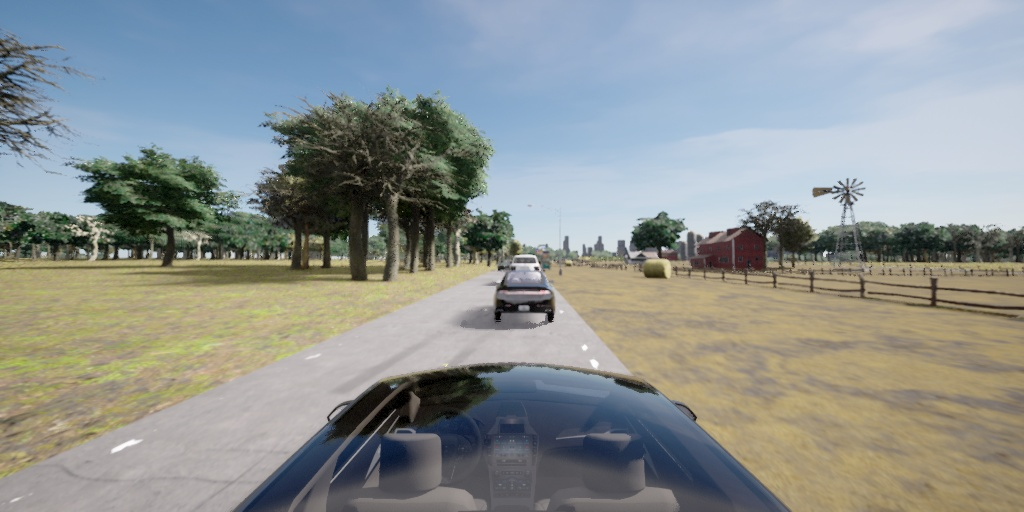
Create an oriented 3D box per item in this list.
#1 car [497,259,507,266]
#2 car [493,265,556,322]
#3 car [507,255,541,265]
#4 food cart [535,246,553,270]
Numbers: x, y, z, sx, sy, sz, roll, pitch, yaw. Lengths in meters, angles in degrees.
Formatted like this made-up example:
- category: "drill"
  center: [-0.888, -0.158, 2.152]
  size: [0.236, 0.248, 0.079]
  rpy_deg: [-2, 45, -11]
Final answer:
- category: "car"
  center: [-0.938, 1.277, 51.165]
  size: [2.097, 1.767, 4.553]
  rpy_deg: [0, -1, 2]
- category: "car"
  center: [0.437, 1.228, 12.264]
  size: [2.128, 1.511, 4.902]
  rpy_deg: [0, 0, 3]
- category: "car"
  center: [1.013, 0.970, 27.086]
  size: [2.150, 2.045, 5.566]
  rpy_deg: [0, 0, 3]
- category: "food cart"
  center: [5.179, 0.417, 55.138]
  size: [2.280, 3.560, 4.660]
  rpy_deg: [0, 0, 2]
